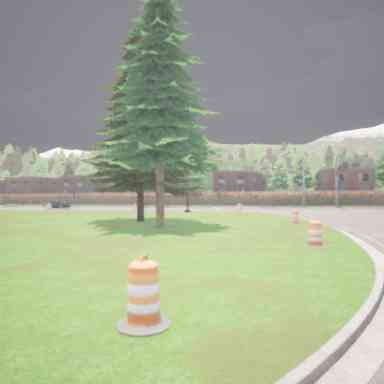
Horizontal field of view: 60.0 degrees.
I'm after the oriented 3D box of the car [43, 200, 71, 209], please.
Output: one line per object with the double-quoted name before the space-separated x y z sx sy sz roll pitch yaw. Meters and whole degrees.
"car" -22.900 2.138 56.275 4.892 1.490 1.837 -1 -1 17
